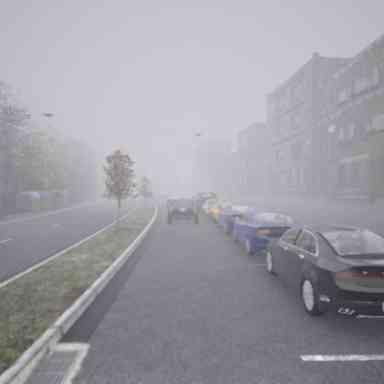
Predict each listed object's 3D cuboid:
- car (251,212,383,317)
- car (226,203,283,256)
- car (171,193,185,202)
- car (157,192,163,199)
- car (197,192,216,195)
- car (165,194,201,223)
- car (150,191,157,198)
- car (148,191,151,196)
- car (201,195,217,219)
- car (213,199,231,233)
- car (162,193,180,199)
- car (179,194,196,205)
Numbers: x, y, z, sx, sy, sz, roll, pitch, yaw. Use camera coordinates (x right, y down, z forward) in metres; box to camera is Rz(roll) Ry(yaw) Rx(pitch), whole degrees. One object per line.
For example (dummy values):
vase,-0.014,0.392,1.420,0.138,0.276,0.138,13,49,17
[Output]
car,2.977,1.450,7.411,2.231,1.521,4.892,0,0,-1
car,2.826,1.423,12.971,2.097,1.535,5.008,0,0,-2
car,-2.648,1.017,62.800,1.946,1.575,5.366,0,1,-11
car,-6.351,0.838,79.020,2.097,1.535,5.008,0,1,-14
car,1.421,1.037,35.217,2.435,2.045,5.566,0,0,-5
car,-0.720,1.229,24.347,2.097,1.767,4.553,0,0,-3
car,-9.154,0.703,89.648,2.231,1.521,4.892,0,1,-15
car,-10.571,0.670,95.015,2.002,1.452,4.674,0,1,-15
car,1.913,1.325,29.831,1.946,1.575,5.366,0,0,-4
car,2.620,1.396,18.535,2.097,1.535,5.008,0,0,-2
car,-2.345,1.219,41.751,1.882,1.535,5.008,0,1,-7
car,-0.718,1.129,51.953,1.946,1.575,5.366,0,1,-8
